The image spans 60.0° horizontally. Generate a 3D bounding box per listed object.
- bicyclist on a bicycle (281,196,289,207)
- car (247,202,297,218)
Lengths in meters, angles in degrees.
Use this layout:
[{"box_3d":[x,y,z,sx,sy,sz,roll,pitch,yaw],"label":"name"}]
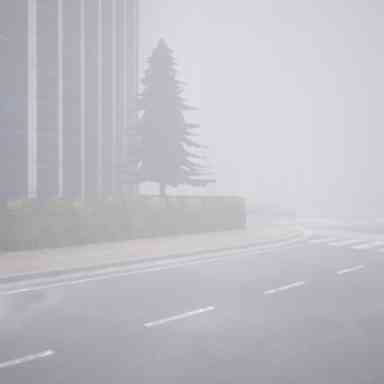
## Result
[{"box_3d":[12.562,1.367,44.754,1.656,1.620,0.582,0,0,-37],"label":"bicyclist on a bicycle"},{"box_3d":[7.543,1.666,31.462,1.895,1.301,4.718,0,0,-37],"label":"car"}]
